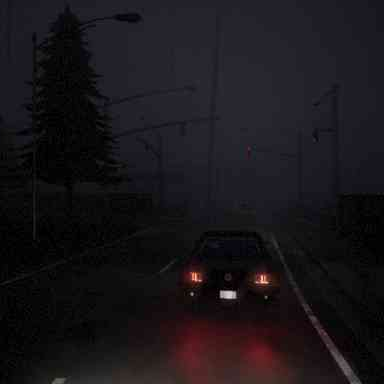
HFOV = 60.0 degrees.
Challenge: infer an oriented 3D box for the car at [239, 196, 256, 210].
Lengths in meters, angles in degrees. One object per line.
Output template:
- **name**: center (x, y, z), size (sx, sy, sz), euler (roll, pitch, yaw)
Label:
- **car**: center (7.178, 1.352, 43.256), size (2.097, 1.767, 4.553), euler (0, 0, 10)

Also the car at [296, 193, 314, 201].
- **car**: center (27.234, 1.077, 79.971), size (3.866, 1.878, 1.905), euler (0, 0, 10)

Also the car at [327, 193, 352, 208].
- **car**: center (20.190, 1.330, 43.050), size (5.027, 1.636, 2.152), euler (0, 0, 10)

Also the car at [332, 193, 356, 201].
- **car**: center (34.416, 1.097, 75.374), size (4.605, 1.855, 1.932), euler (0, 0, 10)

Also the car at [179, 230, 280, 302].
- **car**: center (0.979, 1.601, 8.313), size (1.895, 1.301, 4.718), euler (0, 0, 8)

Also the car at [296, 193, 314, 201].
- **car**: center (26.057, 1.361, 76.802), size (3.806, 1.475, 1.970), euler (0, 0, 10)
